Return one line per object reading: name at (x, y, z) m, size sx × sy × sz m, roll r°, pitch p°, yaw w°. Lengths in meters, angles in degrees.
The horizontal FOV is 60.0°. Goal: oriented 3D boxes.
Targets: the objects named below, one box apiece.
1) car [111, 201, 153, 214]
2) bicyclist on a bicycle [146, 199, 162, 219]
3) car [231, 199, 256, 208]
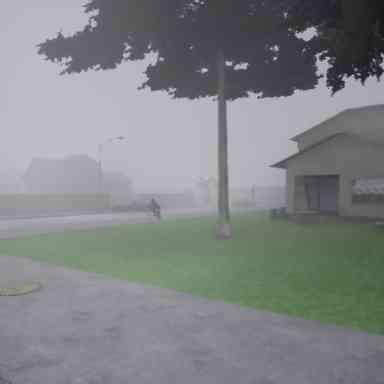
car at (-6.501, 1.633, 36.261) m, size 1.895 × 1.301 × 4.718 m, roll 0°, pitch 0°, yaw 36°
bicyclist on a bicycle at (-3.056, 1.371, 26.664) m, size 1.656 × 1.620 × 0.582 m, roll 0°, pitch 0°, yaw 36°
car at (7.732, 1.628, 49.060) m, size 1.895 × 1.301 × 4.718 m, roll 0°, pitch 0°, yaw 36°
